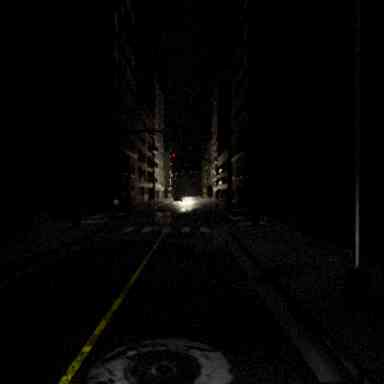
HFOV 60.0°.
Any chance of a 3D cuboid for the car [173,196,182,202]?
[{"bbox_3d":[-3.037,1.502,72.330,2.033,1.411,5.357,0,0,0],"label":"car"}]
